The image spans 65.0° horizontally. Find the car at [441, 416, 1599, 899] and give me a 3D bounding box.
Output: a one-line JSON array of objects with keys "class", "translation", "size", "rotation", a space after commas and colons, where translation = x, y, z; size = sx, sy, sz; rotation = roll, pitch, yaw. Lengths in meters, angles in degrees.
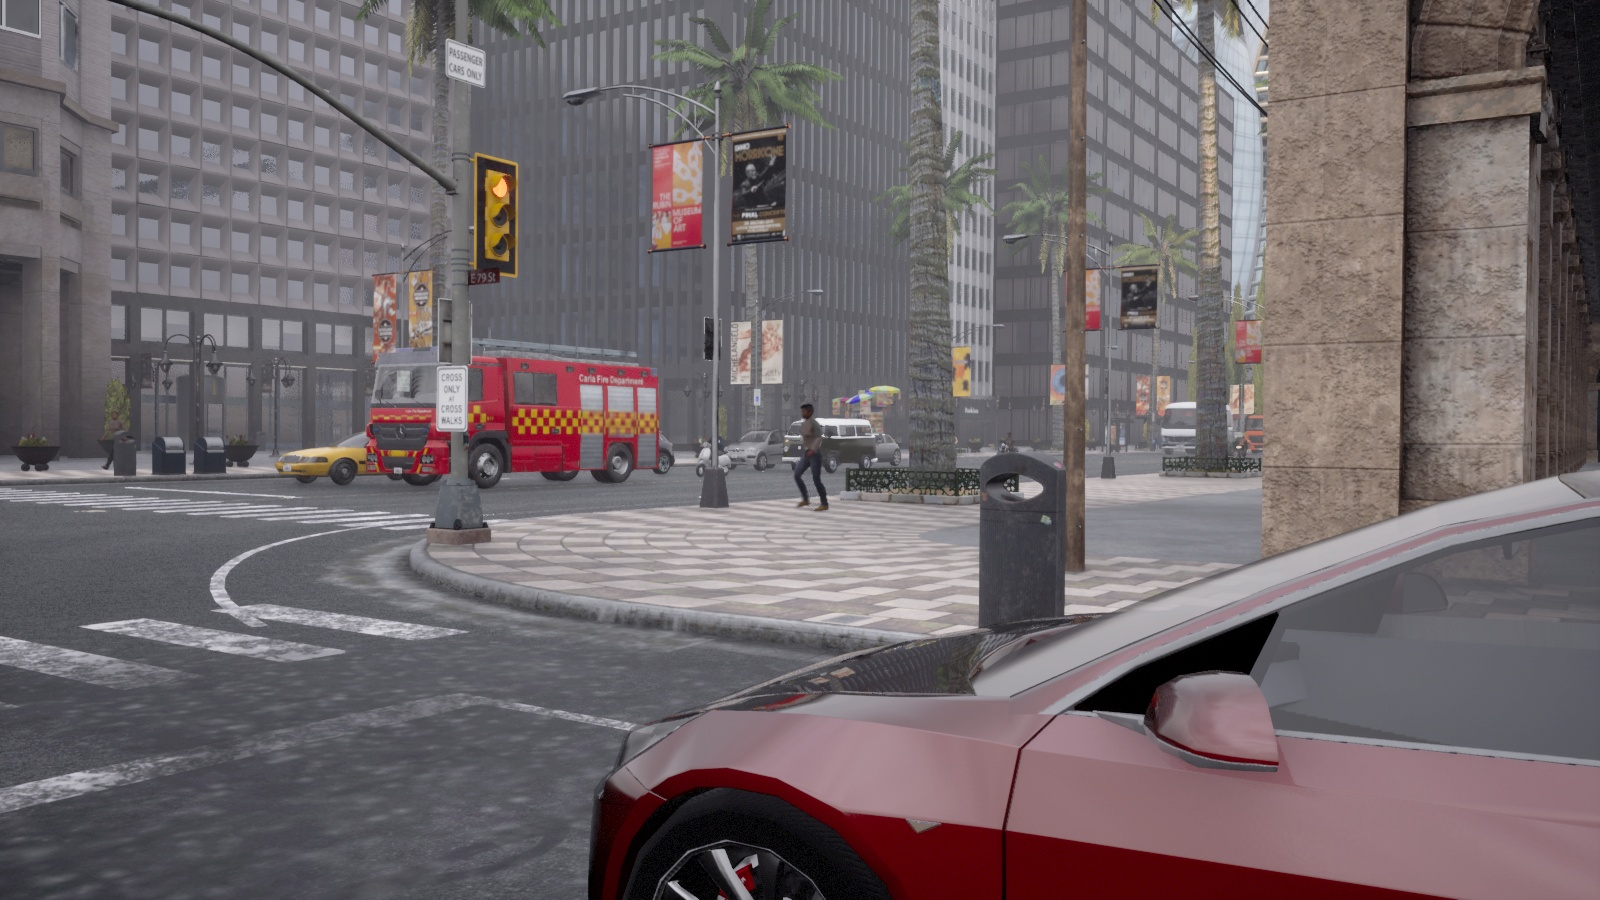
[{"class": "car", "translation": [1.787, 0.681, 2.457], "size": [4.792, 1.488, 2.163], "rotation": [0, 1, 33]}]

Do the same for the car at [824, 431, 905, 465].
[{"class": "car", "translation": [2.949, -0.105, 56.751], "size": [1.970, 1.475, 3.806], "rotation": [0, 1, 33]}]

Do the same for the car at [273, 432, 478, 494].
[{"class": "car", "translation": [-11.593, 0.301, 34.719], "size": [1.801, 1.575, 5.366], "rotation": [0, 1, 34]}]

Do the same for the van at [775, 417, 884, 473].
[{"class": "van", "translation": [1.180, -0.208, 47.746], "size": [2.069, 2.038, 4.480], "rotation": [0, 1, 33]}]

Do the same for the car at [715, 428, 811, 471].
[{"class": "car", "translation": [-1.431, -0.042, 50.141], "size": [1.851, 1.617, 3.988], "rotation": [0, 1, 33]}]

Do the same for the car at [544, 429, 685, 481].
[{"class": "car", "translation": [-6.252, 0.133, 42.845], "size": [2.033, 1.649, 4.856], "rotation": [0, 1, 34]}]

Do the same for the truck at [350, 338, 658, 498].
[{"class": "truck", "translation": [-7.730, -0.831, 34.274], "size": [2.891, 3.827, 8.468], "rotation": [0, 1, 33]}]

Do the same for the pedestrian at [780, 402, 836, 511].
[{"class": "pedestrian", "translation": [0.133, 0.099, 21.084], "size": [0.869, 1.805, 0.328], "rotation": [-1, 1, -27]}]

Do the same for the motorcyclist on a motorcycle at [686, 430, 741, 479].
[{"class": "motorcyclist on a motorcycle", "translation": [-2.858, 0.142, 41.631], "size": [0.866, 1.590, 1.817], "rotation": [0, 1, 33]}]

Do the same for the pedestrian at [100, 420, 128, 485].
[{"class": "pedestrian", "translation": [-19.848, 0.071, 36.361], "size": [0.331, 1.846, 0.634], "rotation": [0, 1, 16]}]
